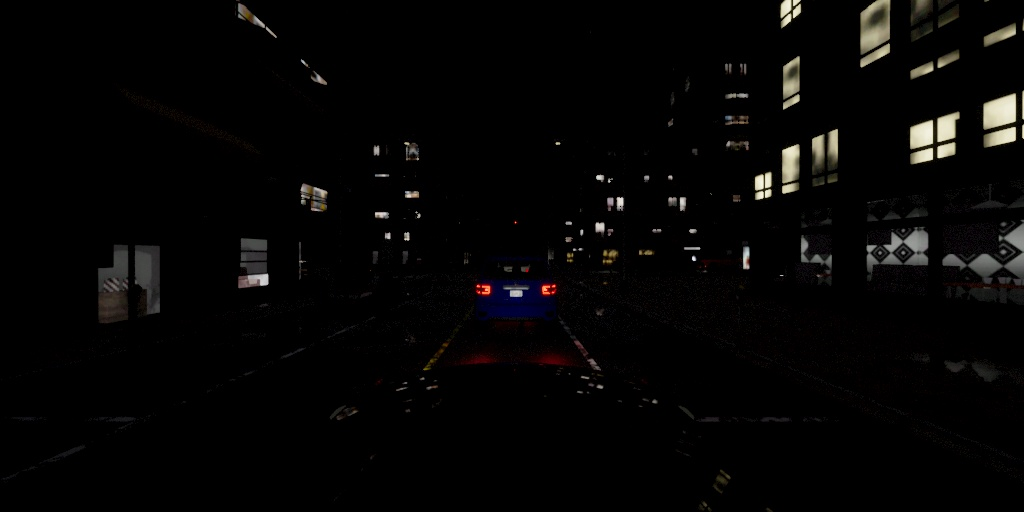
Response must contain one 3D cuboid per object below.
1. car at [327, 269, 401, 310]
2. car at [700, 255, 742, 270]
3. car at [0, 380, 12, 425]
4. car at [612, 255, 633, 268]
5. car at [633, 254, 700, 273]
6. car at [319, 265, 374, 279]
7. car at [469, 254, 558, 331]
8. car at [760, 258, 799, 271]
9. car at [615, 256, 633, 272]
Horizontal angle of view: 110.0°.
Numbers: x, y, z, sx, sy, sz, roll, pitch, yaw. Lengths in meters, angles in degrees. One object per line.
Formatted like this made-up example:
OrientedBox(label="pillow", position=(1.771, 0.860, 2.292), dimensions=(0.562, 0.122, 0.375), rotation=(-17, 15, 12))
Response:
OrientedBox(label="car", position=(-5.734, 1.329, 14.468), dimensions=(1.802, 1.307, 4.207), rotation=(0, 0, 0))
OrientedBox(label="car", position=(23.400, 0.635, 40.301), dimensions=(4.553, 1.767, 2.097), rotation=(-1, 0, -1))
OrientedBox(label="car", position=(-5.689, 1.300, 1.551), dimensions=(2.007, 1.370, 4.403), rotation=(0, 0, 0))
OrientedBox(label="car", position=(14.594, 0.757, 42.819), dimensions=(5.009, 1.841, 2.192), rotation=(0, 0, 0))
OrientedBox(label="car", position=(14.725, 0.772, 34.439), dimensions=(5.009, 1.841, 2.192), rotation=(0, 0, 0))
OrientedBox(label="car", position=(-16.914, 1.637, 36.762), dimensions=(4.718, 1.301, 1.895), rotation=(-1, 0, 0))
OrientedBox(label="car", position=(0.103, 0.970, 11.062), dimensions=(2.150, 2.045, 5.566), rotation=(0, 0, 0))
OrientedBox(label="car", position=(25.819, 0.816, 34.531), dimensions=(4.313, 1.339, 1.948), rotation=(0, 0, 0))
OrientedBox(label="car", position=(14.435, 0.976, 40.208), dimensions=(4.674, 1.442, 1.812), rotation=(-1, 0, -1))
